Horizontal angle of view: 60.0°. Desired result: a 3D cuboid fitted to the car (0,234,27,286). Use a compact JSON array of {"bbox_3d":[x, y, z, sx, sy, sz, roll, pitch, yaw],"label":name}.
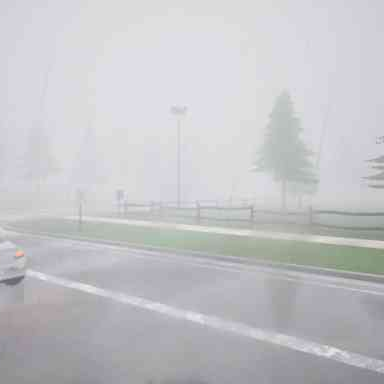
[{"bbox_3d":[-5.847,1.519,8.114,4.674,1.442,1.812,0,0,36],"label":"car"}]
